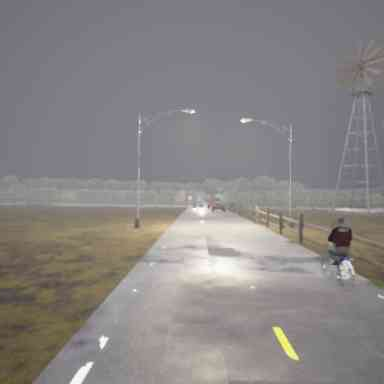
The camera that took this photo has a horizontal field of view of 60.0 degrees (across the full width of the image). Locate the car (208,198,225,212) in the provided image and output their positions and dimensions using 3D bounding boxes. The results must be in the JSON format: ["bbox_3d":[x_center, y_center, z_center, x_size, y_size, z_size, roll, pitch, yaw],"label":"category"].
[{"bbox_3d":[3.697,1.993,47.149,1.837,1.490,4.892,1,-1,1],"label":"car"}]

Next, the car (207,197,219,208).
[{"bbox_3d":[3.800,1.871,57.610,2.150,2.045,5.566,1,-1,1],"label":"car"}]

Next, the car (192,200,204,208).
[{"bbox_3d":[1.115,2.205,61.296,2.128,1.511,4.902,1,-1,1],"label":"car"}]

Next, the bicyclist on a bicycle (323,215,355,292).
[{"bbox_3d":[3.616,1.458,8.315,0.659,1.776,1.843,1,0,1],"label":"bicyclist on a bicycle"}]
